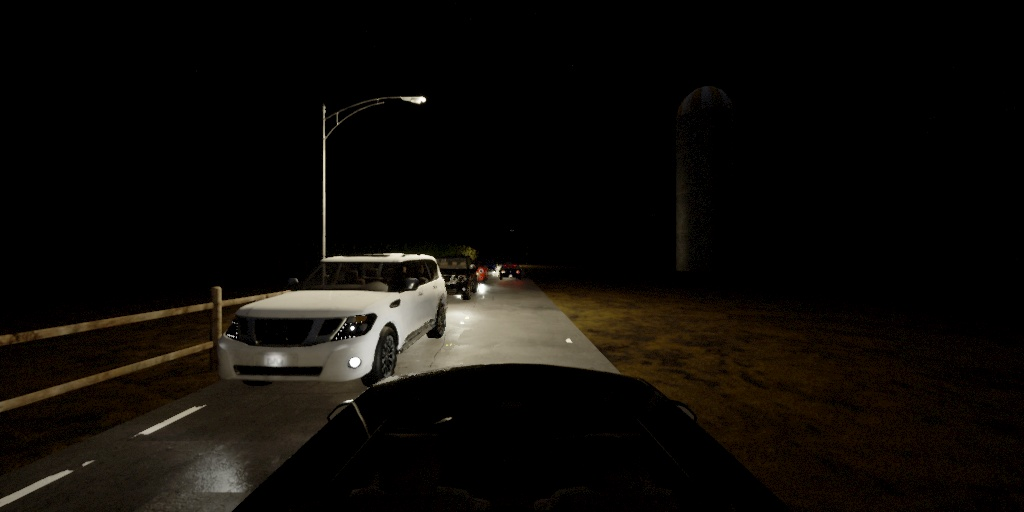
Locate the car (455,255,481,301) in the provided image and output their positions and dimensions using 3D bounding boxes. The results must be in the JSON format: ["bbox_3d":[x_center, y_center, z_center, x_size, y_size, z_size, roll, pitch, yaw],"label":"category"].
[{"bbox_3d":[-2.976,0.970,17.717,2.150,2.045,5.566,0,0,-1],"label":"car"}]

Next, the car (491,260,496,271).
[{"bbox_3d":[-3.253,1.290,49.522,1.882,1.535,5.008,0,0,0],"label":"car"}]

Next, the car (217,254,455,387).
[{"bbox_3d":[-2.863,0.968,7.301,2.150,2.045,5.566,0,0,3],"label":"car"}]

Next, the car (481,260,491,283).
[{"bbox_3d":[-3.026,1.113,27.835,2.097,1.767,4.553,0,0,0],"label":"car"}]

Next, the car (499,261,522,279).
[{"bbox_3d":[-0.153,1.368,32.036,1.895,1.301,4.718,0,0,-1],"label":"car"}]
